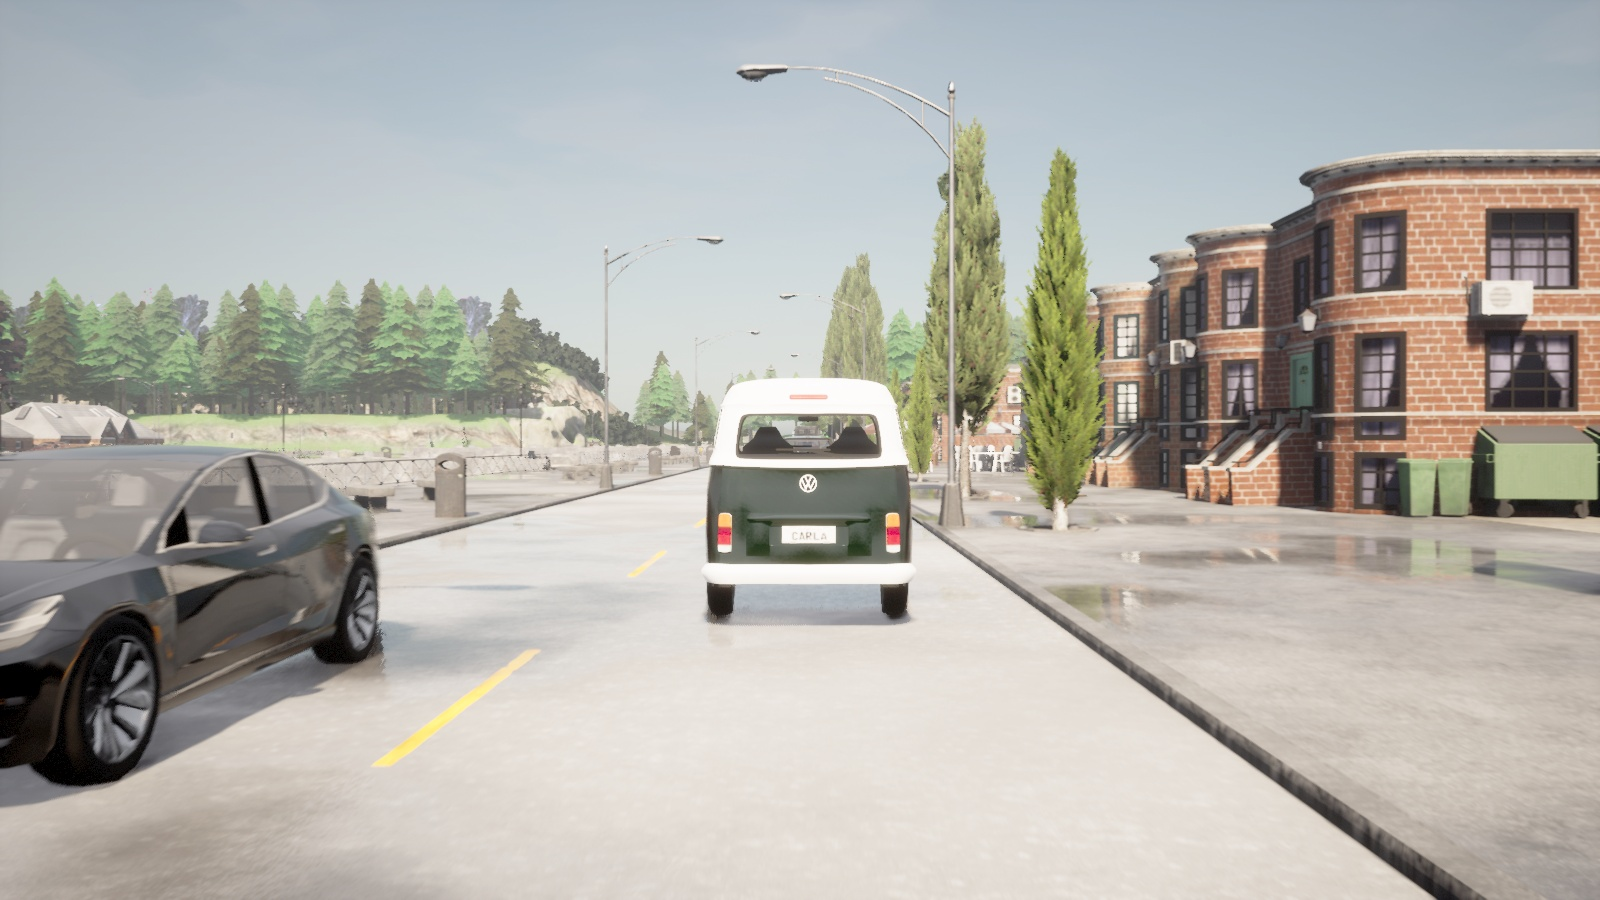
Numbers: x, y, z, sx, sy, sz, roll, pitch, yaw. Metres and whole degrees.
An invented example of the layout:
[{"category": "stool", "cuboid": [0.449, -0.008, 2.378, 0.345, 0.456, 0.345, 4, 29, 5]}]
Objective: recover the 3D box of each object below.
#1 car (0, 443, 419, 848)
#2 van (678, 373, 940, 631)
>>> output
[{"category": "car", "cuboid": [-3.945, 0.704, 7.007, 2.163, 1.488, 4.792, 0, 0, 0]}, {"category": "van", "cuboid": [0.082, 0.401, 12.162, 2.069, 2.038, 4.480, 0, 0, 0]}]
